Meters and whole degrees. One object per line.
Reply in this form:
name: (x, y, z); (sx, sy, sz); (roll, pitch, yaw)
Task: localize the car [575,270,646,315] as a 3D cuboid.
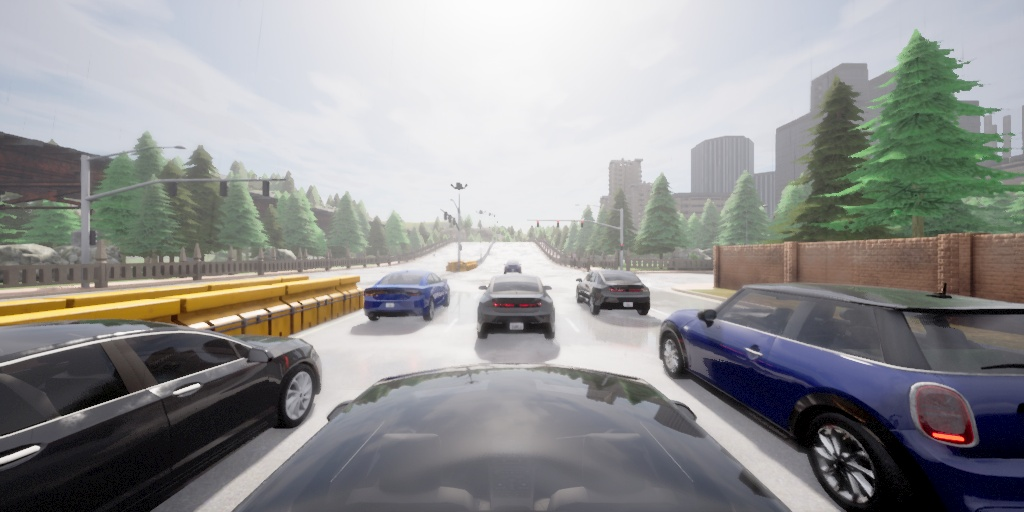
car: (3.616, 1.253, 13.490); (1.837, 1.490, 4.892); (0, 0, 1)

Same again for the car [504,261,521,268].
car: (0.075, 1.271, 39.844); (1.812, 1.442, 4.674); (0, 0, -1)

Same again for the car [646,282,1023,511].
car: (3.601, 1.102, 4.406); (2.097, 1.767, 4.553); (0, 0, 0)

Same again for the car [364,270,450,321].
car: (-3.402, 1.226, 12.480); (1.882, 1.535, 5.008); (0, 0, 0)

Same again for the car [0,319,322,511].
car: (-3.400, 1.255, 2.750); (1.837, 1.490, 4.892); (0, 0, 0)

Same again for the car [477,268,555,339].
car: (0.097, 1.254, 10.057); (1.837, 1.490, 4.892); (0, 0, 0)
